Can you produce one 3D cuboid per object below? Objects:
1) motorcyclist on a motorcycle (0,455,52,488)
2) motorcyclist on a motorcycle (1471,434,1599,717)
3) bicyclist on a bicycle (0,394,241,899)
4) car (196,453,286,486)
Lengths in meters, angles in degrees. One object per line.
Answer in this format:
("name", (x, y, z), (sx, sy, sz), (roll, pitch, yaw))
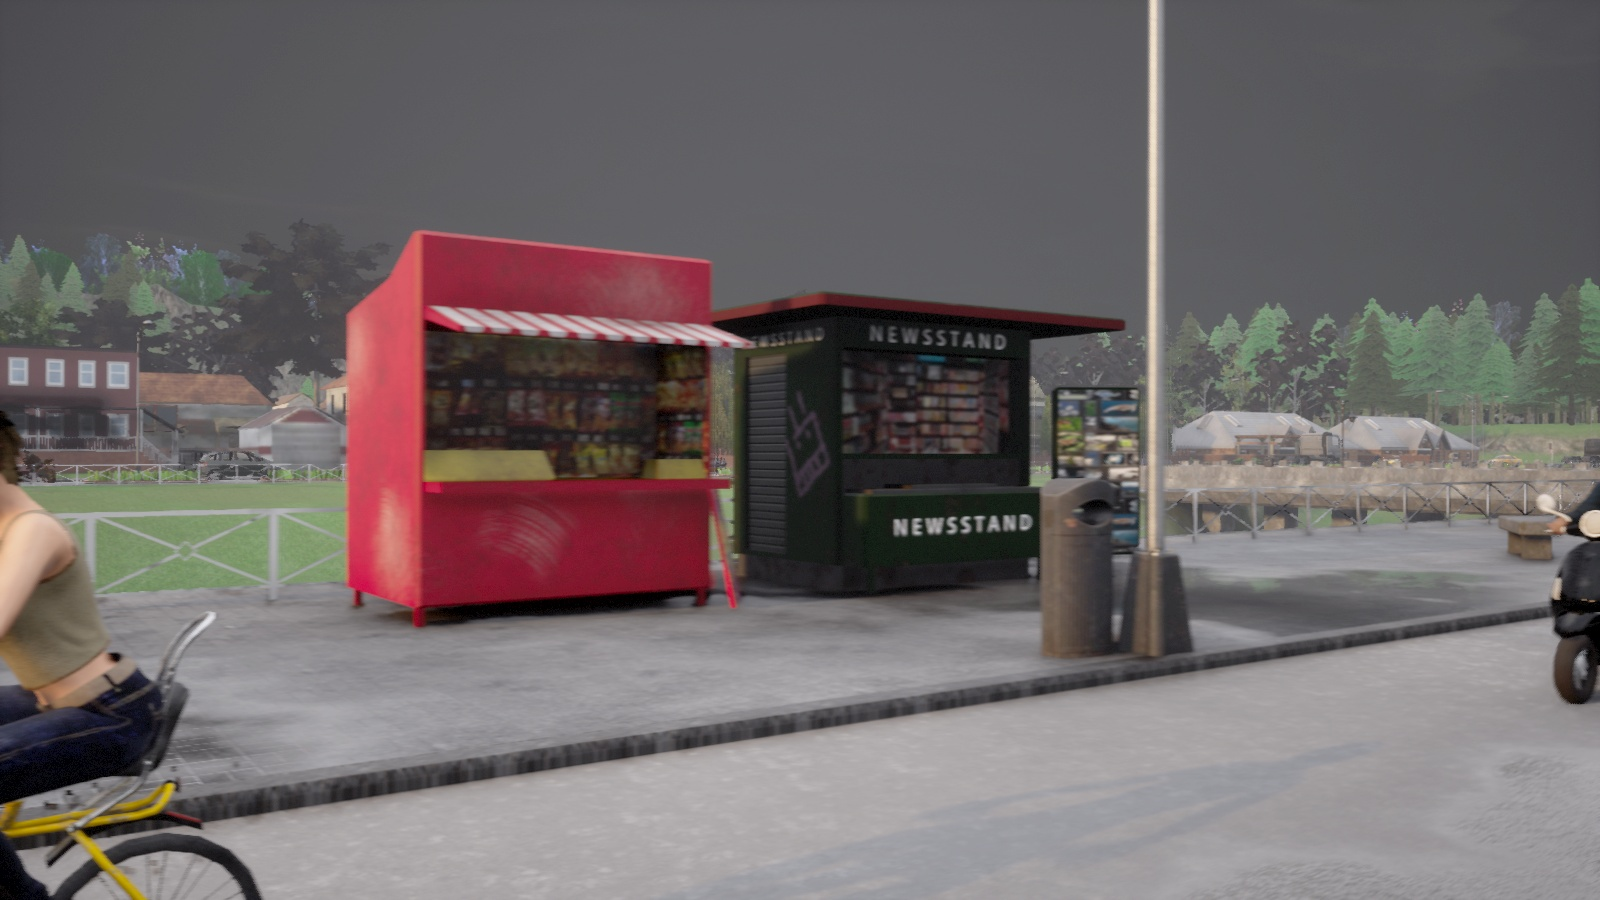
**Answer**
("motorcyclist on a motorcycle", (-36.431, 1.001, 58.966), (2.191, 1.530, 0.866), (0, 0, -35))
("motorcyclist on a motorcycle", (5.076, 0.707, 7.802), (1.817, 1.590, 0.866), (0, 0, -35))
("bicyclist on a bicycle", (-2.135, 0.693, 2.775), (1.509, 1.612, 0.866), (0, 0, -35))
("car", (-27.003, 0.929, 60.651), (3.705, 1.549, 1.789), (0, 0, -35))
